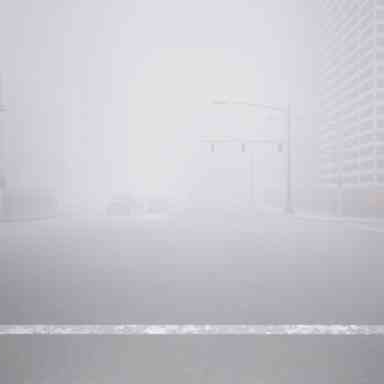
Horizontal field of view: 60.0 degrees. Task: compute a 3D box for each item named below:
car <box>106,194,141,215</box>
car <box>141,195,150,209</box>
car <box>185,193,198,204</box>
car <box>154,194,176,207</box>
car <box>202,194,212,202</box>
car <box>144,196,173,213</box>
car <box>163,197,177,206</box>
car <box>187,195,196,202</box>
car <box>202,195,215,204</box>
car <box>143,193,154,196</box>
[{"bbox_3d":[-7.152,1.221,34.507,2.150,2.045,5.566,0,0,2],"label":"car"},{"bbox_3d":[-7.191,1.547,44.759,2.033,1.411,5.357,0,0,0],"label":"car"},{"bbox_3d":[-0.128,1.220,63.726,2.150,2.045,5.566,0,0,0],"label":"car"},{"bbox_3d":[-3.690,1.351,46.646,2.097,1.767,4.553,0,0,0],"label":"car"},{"bbox_3d":[3.353,1.354,74.548,2.097,1.767,4.553,0,0,0],"label":"car"},{"bbox_3d":[-3.676,1.491,37.430,2.128,1.511,4.902,0,0,0],"label":"car"},{"bbox_3d":[-3.701,1.563,56.459,1.994,1.385,4.181,0,0,0],"label":"car"},{"bbox_3d":[-0.150,1.381,74.397,1.994,1.385,4.181,0,0,0],"label":"car"},{"bbox_3d":[3.466,1.525,64.646,1.812,1.442,4.674,0,0,0],"label":"car"},{"bbox_3d":[-7.200,1.221,55.283,2.150,2.045,5.566,0,0,0],"label":"car"}]
